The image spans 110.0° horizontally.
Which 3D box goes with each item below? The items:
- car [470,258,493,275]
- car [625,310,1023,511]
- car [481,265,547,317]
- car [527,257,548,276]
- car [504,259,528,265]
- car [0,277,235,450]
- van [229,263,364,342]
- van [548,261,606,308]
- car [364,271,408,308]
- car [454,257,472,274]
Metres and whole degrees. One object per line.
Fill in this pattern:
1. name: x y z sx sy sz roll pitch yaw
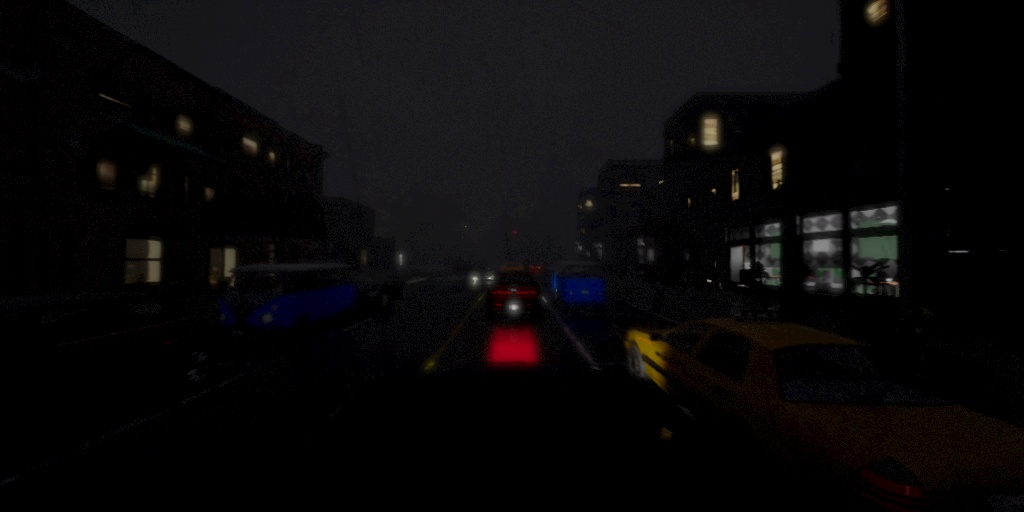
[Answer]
1. car: -3.086 1.248 39.192 1.882 1.535 5.008 0 0 0
2. car: 2.692 1.277 4.168 1.751 1.417 4.829 0 0 0
3. car: 0.075 1.265 13.143 1.837 1.490 4.892 0 0 0
4. car: 2.701 1.210 37.258 1.967 1.591 4.097 0 0 0
5. car: 0.086 1.245 29.668 1.882 1.535 5.008 0 0 0
6. car: -5.689 1.192 3.988 1.967 1.591 4.097 0 0 0
7. van: -5.687 1.097 9.530 1.690 1.789 3.998 0 0 0
8. van: 2.695 1.101 15.085 1.690 1.789 3.998 0 0 0
9. car: -5.686 1.311 15.074 2.007 1.370 4.403 0 0 0
10. car: -5.678 1.086 42.791 2.192 1.841 5.009 0 0 0
